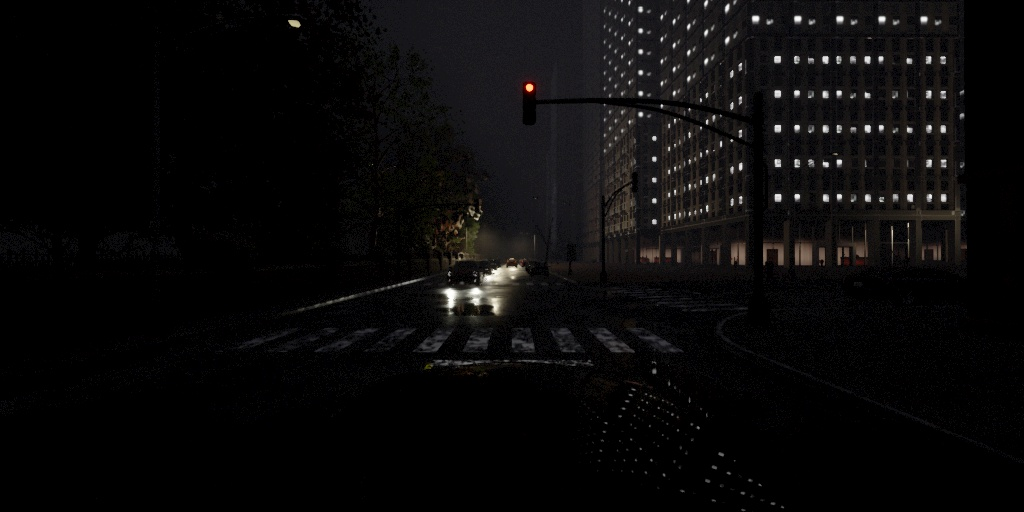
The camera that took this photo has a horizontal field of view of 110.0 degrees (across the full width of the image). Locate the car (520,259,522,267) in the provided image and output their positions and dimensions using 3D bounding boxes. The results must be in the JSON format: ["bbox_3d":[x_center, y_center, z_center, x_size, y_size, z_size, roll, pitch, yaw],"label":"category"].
[{"bbox_3d":[2.673,1.337,63.804,1.888,1.381,4.507,0,0,0],"label":"car"}]

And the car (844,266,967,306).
[{"bbox_3d":[14.681,1.026,13.062,4.313,1.339,1.948,0,0,0],"label":"car"}]

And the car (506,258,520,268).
[{"bbox_3d":[-0.017,1.267,62.094,1.882,1.535,5.008,0,0,0],"label":"car"}]

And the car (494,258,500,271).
[{"bbox_3d":[-3.105,1.340,50.297,1.994,1.385,4.181,0,0,0],"label":"car"}]

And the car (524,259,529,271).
[{"bbox_3d":[2.678,1.334,41.274,1.948,1.339,4.313,0,0,0],"label":"car"}]

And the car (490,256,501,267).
[{"bbox_3d":[-3.063,1.011,63.147,2.150,2.045,5.566,0,0,0],"label":"car"}]

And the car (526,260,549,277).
[{"bbox_3d":[2.679,1.330,35.642,1.948,1.339,4.313,0,0,0],"label":"car"}]

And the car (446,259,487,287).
[{"bbox_3d":[-3.107,1.109,24.495,2.097,1.767,4.553,0,0,0],"label":"car"}]

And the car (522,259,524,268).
[{"bbox_3d":[2.676,1.339,46.907,1.948,1.339,4.313,0,0,0],"label":"car"}]

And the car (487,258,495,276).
[{"bbox_3d":[-3.105,1.271,38.279,1.837,1.490,4.892,0,0,0],"label":"car"}]
